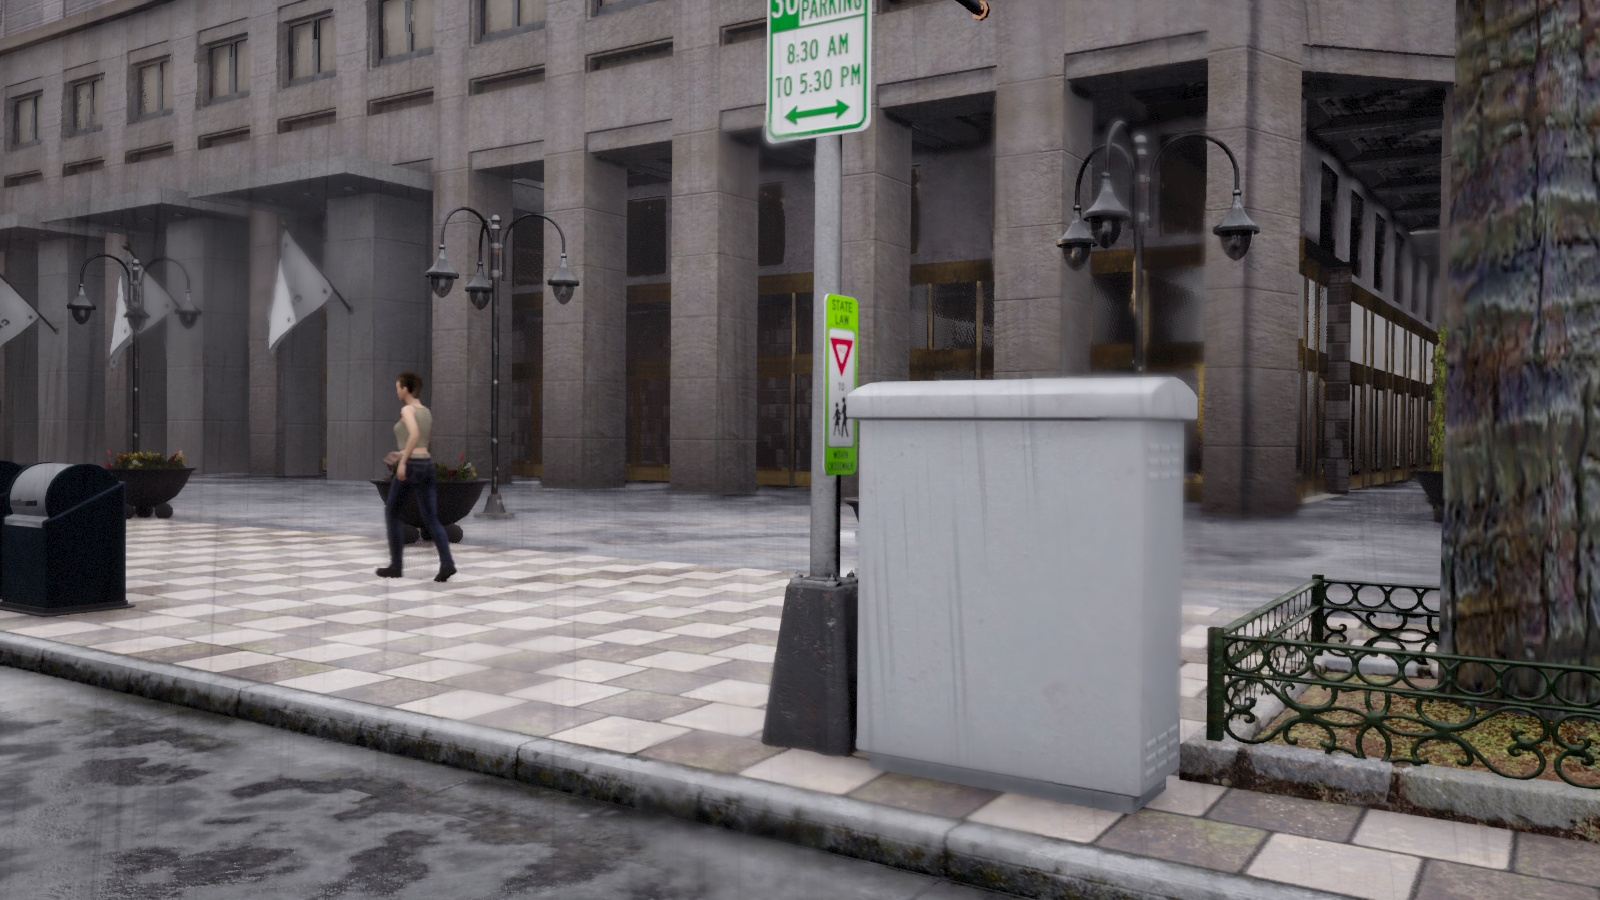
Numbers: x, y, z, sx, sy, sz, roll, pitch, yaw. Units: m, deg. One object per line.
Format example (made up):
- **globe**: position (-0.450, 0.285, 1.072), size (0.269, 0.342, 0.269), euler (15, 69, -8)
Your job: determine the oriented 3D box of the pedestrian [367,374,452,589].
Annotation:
- **pedestrian**: position (-3.409, 0.269, 10.970), size (0.594, 1.836, 0.345), euler (0, 1, 21)
